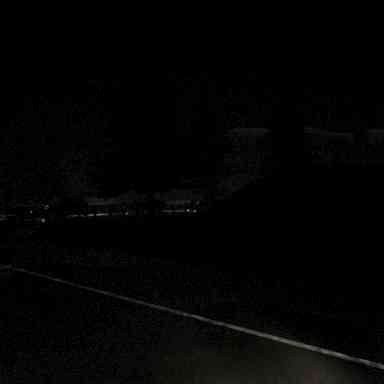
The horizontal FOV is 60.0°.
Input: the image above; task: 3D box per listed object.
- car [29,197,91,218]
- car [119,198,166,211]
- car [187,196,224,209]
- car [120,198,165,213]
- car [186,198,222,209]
[{"bbox_3d":[-11.353,1.260,29.351,2.097,1.767,4.553,0,0,41],"label":"car"},{"bbox_3d":[-5.898,1.448,39.863,5.357,1.411,2.033,0,0,-42],"label":"car"},{"bbox_3d":[1.779,1.276,41.503,4.553,1.767,2.097,0,0,-35],"label":"car"},{"bbox_3d":[-5.147,1.406,35.766,4.902,1.511,2.128,0,0,-42],"label":"car"},{"bbox_3d":[1.668,1.514,45.751,4.718,1.301,1.895,0,0,-35],"label":"car"}]
